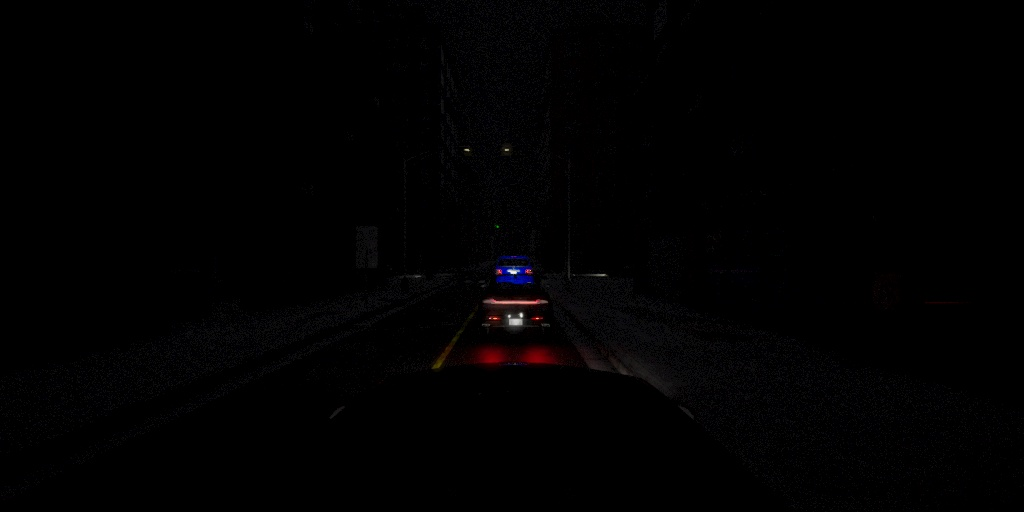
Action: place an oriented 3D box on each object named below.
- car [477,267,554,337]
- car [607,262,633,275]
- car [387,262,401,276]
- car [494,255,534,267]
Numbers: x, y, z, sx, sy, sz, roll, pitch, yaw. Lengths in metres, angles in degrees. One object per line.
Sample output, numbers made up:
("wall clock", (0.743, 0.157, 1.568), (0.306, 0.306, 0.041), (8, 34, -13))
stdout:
("car", (0.100, 1.241, 10.318), (2.128, 1.511, 4.902), (0, 0, 0))
("car", (12.166, 1.315, 37.648), (4.181, 1.385, 1.994), (0, 0, 0))
("car", (-13.587, 1.273, 34.830), (4.674, 1.442, 1.812), (0, 0, -1))
("car", (0.107, 0.971, 20.633), (2.150, 2.045, 5.566), (0, 0, 1))
